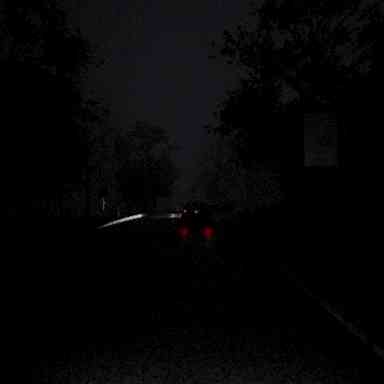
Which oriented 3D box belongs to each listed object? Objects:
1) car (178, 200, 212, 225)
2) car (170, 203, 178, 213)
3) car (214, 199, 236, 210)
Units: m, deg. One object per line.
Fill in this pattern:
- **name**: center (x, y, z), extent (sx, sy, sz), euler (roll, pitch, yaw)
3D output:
- **car**: center (0.414, 1.412, 24.985), extent (2.097, 1.767, 4.553), euler (0, 0, 3)
- **car**: center (-0.913, 1.723, 38.373), extent (1.895, 1.301, 4.718), euler (-1, 0, 17)
- **car**: center (4.275, 1.587, 42.473), extent (1.994, 1.385, 4.181), euler (-2, 0, 22)
